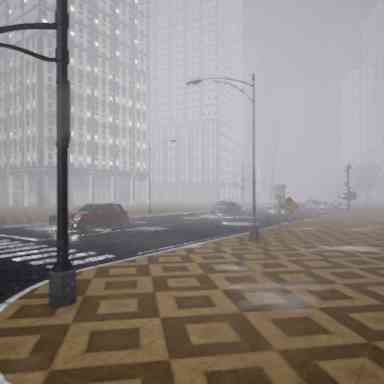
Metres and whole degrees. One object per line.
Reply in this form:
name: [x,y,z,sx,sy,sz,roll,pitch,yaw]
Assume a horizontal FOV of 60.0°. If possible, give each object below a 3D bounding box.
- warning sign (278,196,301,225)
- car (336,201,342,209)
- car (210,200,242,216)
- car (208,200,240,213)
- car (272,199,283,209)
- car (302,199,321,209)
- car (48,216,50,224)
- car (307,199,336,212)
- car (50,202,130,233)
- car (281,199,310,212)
warning sign: [6.746,1.252,23.010,1.300,1.860,1.060,0,0,34]
car: [21.850,1.941,51.141,1.895,1.301,4.718,0,0,31]
car: [3.802,1.760,35.481,1.812,1.442,4.674,0,-1,34]
car: [4.071,1.787,41.669,1.837,1.490,4.892,0,-1,34]
car: [13.666,1.857,50.251,1.882,1.535,5.008,0,0,32]
car: [19.056,1.833,52.802,1.882,1.535,5.008,0,0,31]
car: [-7.694,1.697,24.394,2.033,1.411,5.357,0,-1,34]
car: [16.741,1.887,42.923,1.895,1.301,4.718,0,-1,33]
car: [-6.113,1.474,20.940,2.097,1.767,4.553,0,-1,34]
car: [13.831,1.900,44.408,1.895,1.301,4.718,0,-1,33]
